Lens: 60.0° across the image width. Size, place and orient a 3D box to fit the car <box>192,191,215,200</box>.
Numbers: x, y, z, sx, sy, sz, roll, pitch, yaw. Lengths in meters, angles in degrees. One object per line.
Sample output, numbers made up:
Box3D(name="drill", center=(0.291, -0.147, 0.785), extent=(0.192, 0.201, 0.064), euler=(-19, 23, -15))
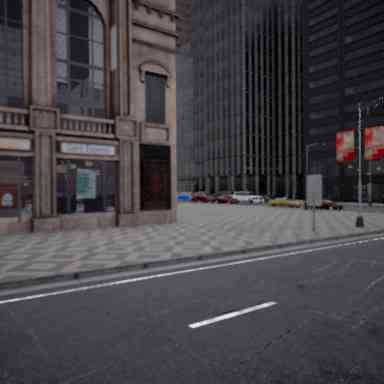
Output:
Box3D(name="car", center=(2.394, 0.776, 70.746), extent=(2.192, 1.841, 5.009), euler=(0, 1, -36))

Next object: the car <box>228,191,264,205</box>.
Box3D(name="car", center=(8.720, 0.924, 52.115), extent=(2.150, 2.045, 5.566), euler=(-1, 1, -36))

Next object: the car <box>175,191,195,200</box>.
Box3D(name="car", center=(-1.611, 0.650, 71.718), extent=(2.097, 1.767, 4.553), euler=(-1, 1, -36))

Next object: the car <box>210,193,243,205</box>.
Box3D(name="car", center=(5.351, 1.263, 52.078), extent=(1.887, 1.381, 4.507), euler=(0, 1, -36))

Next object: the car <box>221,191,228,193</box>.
Box3D(name="car", center=(5.604, 0.799, 61.789), extent=(2.150, 2.045, 5.566), euler=(-1, 1, -37))

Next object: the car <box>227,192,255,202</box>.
Box3D(name="car", center=(8.975, 0.882, 61.624), extent=(2.192, 1.841, 5.009), euler=(0, 1, -36))

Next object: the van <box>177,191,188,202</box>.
Box3D(name="van", center=(-1.231, 0.957, 61.200), extent=(1.690, 1.788, 3.998), euler=(0, 1, -36))

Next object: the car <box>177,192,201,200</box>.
Box3D(name="car", center=(-0.650, 0.748, 65.259), extent=(2.033, 1.411, 5.357), euler=(-1, 1, -36))

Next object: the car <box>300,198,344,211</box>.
Box3D(name="car", center=(15.224, 1.405, 38.394), extent=(1.887, 1.381, 4.507), euler=(0, 1, -36))

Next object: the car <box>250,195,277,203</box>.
Box3D(name="car", center=(12.265, 1.184, 57.065), extent=(1.947, 1.339, 4.313), euler=(0, 1, -36))

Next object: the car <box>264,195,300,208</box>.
Box3D(name="car", center=(12.032, 1.342, 42.818), extent=(1.752, 1.417, 4.829), euler=(0, 1, -36))

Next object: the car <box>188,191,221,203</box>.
Box3D(name="car", center=(2.060, 0.983, 56.638), extent=(2.192, 1.841, 5.009), euler=(0, 1, -36))
